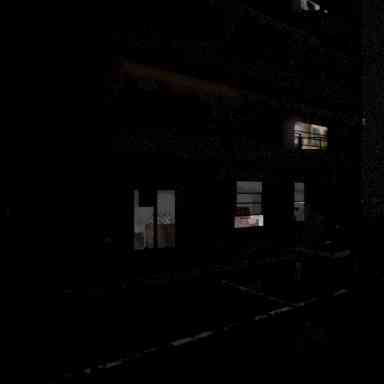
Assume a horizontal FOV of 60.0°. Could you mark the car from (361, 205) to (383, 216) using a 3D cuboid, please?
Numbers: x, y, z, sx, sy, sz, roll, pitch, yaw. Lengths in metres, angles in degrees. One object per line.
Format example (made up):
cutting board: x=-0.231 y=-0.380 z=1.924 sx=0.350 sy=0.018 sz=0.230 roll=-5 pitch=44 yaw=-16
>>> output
car: x=16.822 y=1.888 z=32.091 sx=1.895 sy=1.301 sz=4.718 roll=0 pitch=-1 yaw=-36

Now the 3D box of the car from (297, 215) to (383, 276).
car: x=5.042 y=1.582 z=10.230 sx=4.206 sy=1.307 sz=1.802 roll=0 pitch=0 yaw=-36
